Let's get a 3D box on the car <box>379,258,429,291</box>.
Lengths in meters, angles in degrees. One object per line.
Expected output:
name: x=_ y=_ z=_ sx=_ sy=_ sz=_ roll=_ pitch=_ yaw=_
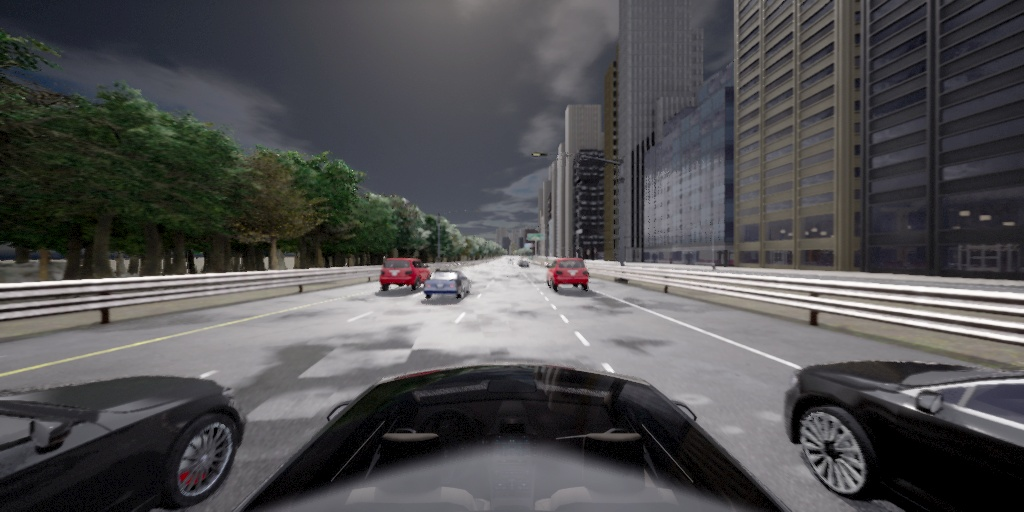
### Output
car: x=-6.925 y=1.179 z=23.807 sx=2.150 sy=2.045 sz=5.566 roll=0 pitch=-1 yaw=0

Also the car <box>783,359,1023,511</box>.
car: x=3.594 y=1.240 z=1.562 sx=2.128 sy=1.511 sz=4.902 roll=0 pitch=-1 yaw=0

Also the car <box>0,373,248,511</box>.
car: x=-3.405 y=1.274 z=1.407 sx=1.812 sy=1.442 sz=4.674 roll=0 pitch=-1 yaw=0

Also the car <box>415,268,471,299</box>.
car: x=-3.415 y=1.463 z=19.504 sx=2.033 sy=1.411 sz=5.357 roll=0 pitch=-1 yaw=0

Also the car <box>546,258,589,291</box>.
car: x=3.575 y=1.177 z=23.807 sx=2.150 sy=2.045 sz=5.566 roll=0 pitch=-1 yaw=0
